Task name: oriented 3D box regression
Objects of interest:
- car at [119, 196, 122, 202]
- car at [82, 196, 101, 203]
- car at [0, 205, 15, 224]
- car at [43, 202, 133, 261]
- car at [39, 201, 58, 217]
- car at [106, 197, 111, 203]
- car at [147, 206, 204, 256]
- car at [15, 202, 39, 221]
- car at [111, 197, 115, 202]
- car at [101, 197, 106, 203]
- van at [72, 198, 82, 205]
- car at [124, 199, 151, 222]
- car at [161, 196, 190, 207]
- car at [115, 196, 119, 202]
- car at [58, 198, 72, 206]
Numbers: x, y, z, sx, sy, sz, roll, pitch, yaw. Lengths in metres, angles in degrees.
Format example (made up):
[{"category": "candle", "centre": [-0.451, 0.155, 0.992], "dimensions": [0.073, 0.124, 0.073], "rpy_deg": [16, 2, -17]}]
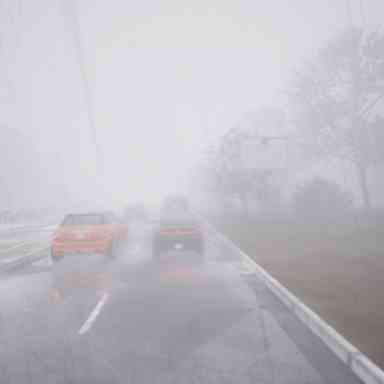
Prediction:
[{"category": "car", "centre": [-20.351, 2.249, 87.492], "dimensions": [2.002, 1.452, 4.674], "rpy_deg": [-2, 0, -3]}, {"category": "car", "centre": [-18.736, 1.847, 59.884], "dimensions": [2.435, 2.045, 5.566], "rpy_deg": [-2, 0, -3]}, {"category": "car", "centre": [-16.785, 1.966, 26.824], "dimensions": [2.231, 1.521, 4.892], "rpy_deg": [-2, 0, -3]}, {"category": "car", "centre": [-3.813, 1.484, 13.137], "dimensions": [2.097, 1.767, 4.553], "rpy_deg": [-2, 0, -3]}, {"category": "car", "centre": [-17.432, 1.883, 37.756], "dimensions": [2.185, 1.767, 4.553], "rpy_deg": [-2, 0, -3]}, {"category": "car", "centre": [-19.373, 2.143, 70.823], "dimensions": [2.231, 1.521, 4.892], "rpy_deg": [-2, 0, -3]}, {"category": "car", "centre": [-0.568, 1.550, 13.404], "dimensions": [1.837, 1.490, 4.892], "rpy_deg": [-2, 0, -3]}, {"category": "car", "centre": [-17.109, 2.027, 32.336], "dimensions": [2.002, 1.452, 4.674], "rpy_deg": [-2, 0, -3]}, {"category": "car", "centre": [-19.702, 2.039, 76.364], "dimensions": [2.185, 1.767, 4.553], "rpy_deg": [-2, 0, -3]}, {"category": "car", "centre": [-19.048, 2.120, 65.307], "dimensions": [2.097, 1.535, 5.008], "rpy_deg": [-2, 0, -3]}, {"category": "van", "centre": [-18.075, 1.827, 48.640], "dimensions": [1.878, 1.987, 4.442], "rpy_deg": [-2, 0, -3]}, {"category": "car", "centre": [-4.667, 1.697, 28.435], "dimensions": [1.837, 1.490, 4.892], "rpy_deg": [-2, 0, -3]}, {"category": "car", "centre": [-1.366, 1.321, 27.298], "dimensions": [2.150, 2.045, 5.566], "rpy_deg": [-2, 0, -3]}, {"category": "car", "centre": [-20.025, 2.061, 81.881], "dimensions": [2.185, 1.767, 4.553], "rpy_deg": [-2, 0, -3]}, {"category": "car", "centre": [-17.756, 1.906, 43.271], "dimensions": [2.185, 1.767, 4.553], "rpy_deg": [-2, 0, -3]}]
